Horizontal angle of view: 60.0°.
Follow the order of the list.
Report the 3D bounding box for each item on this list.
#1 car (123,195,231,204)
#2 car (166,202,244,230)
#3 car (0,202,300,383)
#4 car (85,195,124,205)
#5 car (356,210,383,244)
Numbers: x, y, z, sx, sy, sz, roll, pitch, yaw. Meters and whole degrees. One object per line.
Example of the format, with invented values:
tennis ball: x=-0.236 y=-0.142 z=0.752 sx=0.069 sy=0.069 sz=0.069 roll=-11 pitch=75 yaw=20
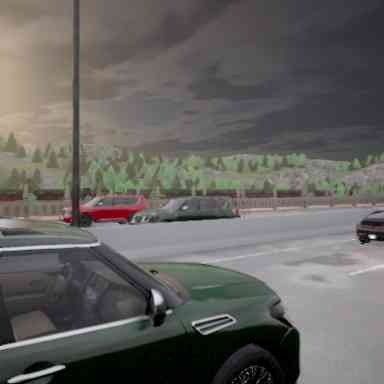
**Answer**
car: x=-0.280 y=1.227 z=16.684 sx=5.566 sy=2.045 sz=2.150 roll=0 pitch=0 yaw=-35
car: x=0.925 y=1.487 z=21.838 sx=5.008 sy=1.535 sz=1.882 roll=0 pitch=0 yaw=-35
car: x=-1.548 y=1.221 z=2.642 sx=5.566 sy=2.045 sz=2.150 roll=0 pitch=0 yaw=-35
car: x=-5.532 y=1.226 z=21.525 sx=5.566 sy=2.045 sz=2.150 roll=0 pitch=0 yaw=-36
car: x=9.086 y=1.516 z=14.520 sx=4.892 sy=1.490 sz=1.837 roll=0 pitch=0 yaw=-35
